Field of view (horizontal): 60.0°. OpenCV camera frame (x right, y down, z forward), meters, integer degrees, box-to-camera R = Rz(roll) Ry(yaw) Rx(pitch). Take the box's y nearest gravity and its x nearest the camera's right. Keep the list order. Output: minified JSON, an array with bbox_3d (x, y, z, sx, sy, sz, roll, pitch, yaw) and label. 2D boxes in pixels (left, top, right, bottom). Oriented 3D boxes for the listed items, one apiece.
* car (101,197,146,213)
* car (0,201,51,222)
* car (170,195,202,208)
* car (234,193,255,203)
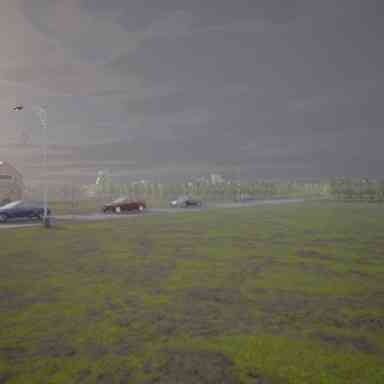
[{"bbox_3d":[-6.838,1.266,33.587,1.882,1.535,5.008,0,0,37],"label":"car"},{"bbox_3d":[-13.068,1.408,25.185,1.812,1.442,4.674,0,0,36],"label":"car"},{"bbox_3d":[-0.691,1.190,41.810,2.128,1.511,4.902,0,0,37],"label":"car"},{"bbox_3d":[8.580,0.920,54.085,1.994,1.385,4.181,0,0,37],"label":"car"}]
